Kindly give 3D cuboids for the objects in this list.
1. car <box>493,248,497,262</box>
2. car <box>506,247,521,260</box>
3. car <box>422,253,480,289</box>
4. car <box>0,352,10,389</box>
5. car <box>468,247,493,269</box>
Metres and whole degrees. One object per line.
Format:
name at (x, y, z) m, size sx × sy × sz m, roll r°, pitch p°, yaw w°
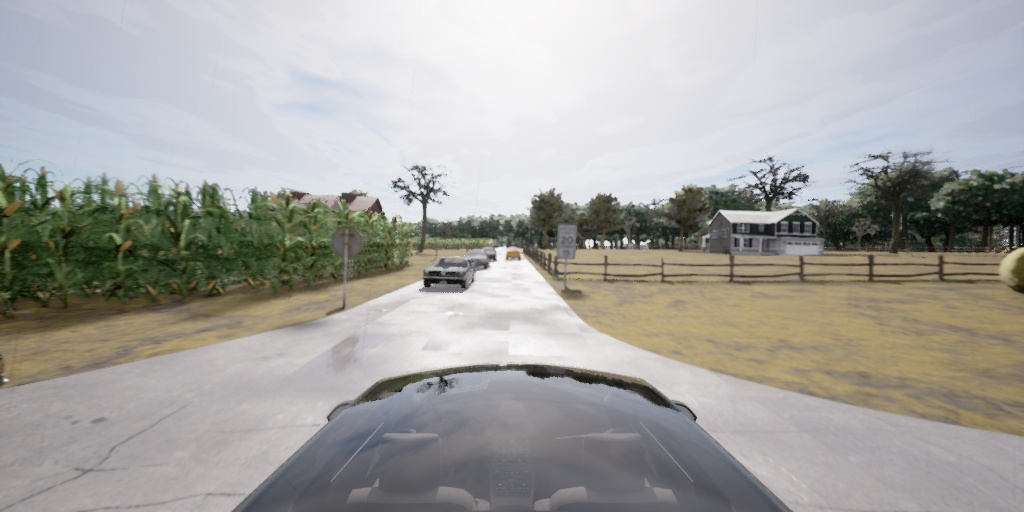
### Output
car at (-2.691, -0.246, 40.881) m, size 1.882 × 1.535 × 5.008 m, roll 2°, pitch 2°, yaw 1°
car at (0.197, -0.323, 45.937) m, size 1.882 × 1.535 × 5.008 m, roll 2°, pitch 2°, yaw 0°
car at (-2.797, 0.704, 16.874) m, size 1.895 × 1.301 × 4.718 m, roll 2°, pitch 2°, yaw 0°
car at (-7.543, 1.207, 2.401) m, size 4.902 × 1.511 × 2.128 m, roll 0°, pitch 1°, yaw -33°
car at (-2.772, 0.214, 28.854) m, size 1.812 × 1.442 × 4.674 m, roll 2°, pitch 2°, yaw 0°
